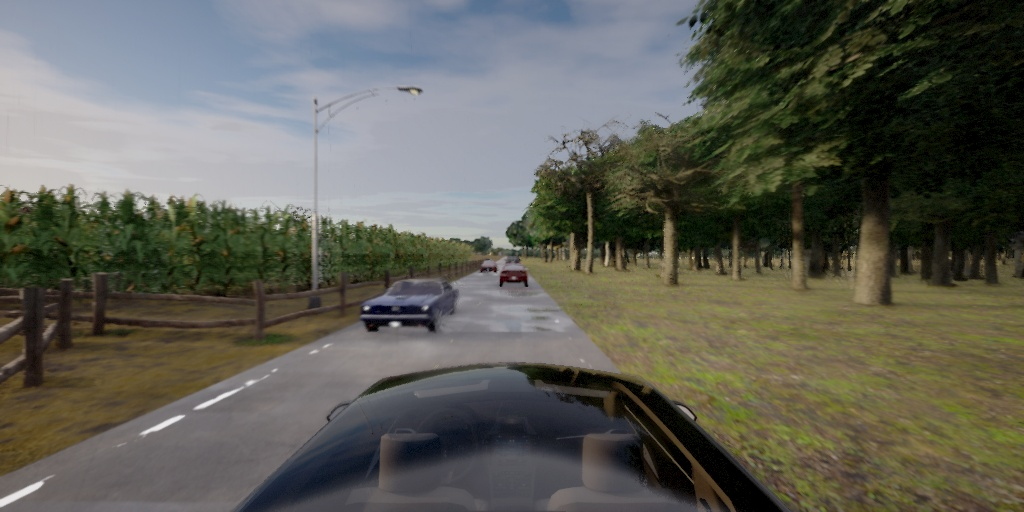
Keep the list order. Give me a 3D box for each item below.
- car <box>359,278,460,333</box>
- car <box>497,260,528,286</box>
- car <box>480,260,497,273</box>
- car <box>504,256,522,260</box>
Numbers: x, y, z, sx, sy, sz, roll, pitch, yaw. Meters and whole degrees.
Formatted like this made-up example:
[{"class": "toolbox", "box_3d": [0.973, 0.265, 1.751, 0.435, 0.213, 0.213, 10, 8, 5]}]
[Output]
[{"class": "car", "box_3d": [-2.831, 1.362, 10.938, 1.895, 1.301, 4.718, 0, 0, 0]}, {"class": "car", "box_3d": [0.123, 1.247, 25.242, 1.882, 1.535, 5.008, 0, 0, 0]}, {"class": "car", "box_3d": [-2.715, 1.237, 43.100, 1.882, 1.535, 5.008, 0, 0, 0]}, {"class": "car", "box_3d": [0.147, 0.976, 48.766, 2.150, 2.045, 5.566, 0, 0, 0]}]
